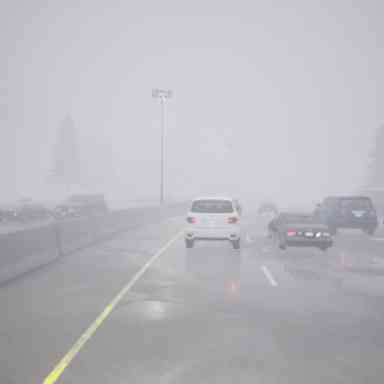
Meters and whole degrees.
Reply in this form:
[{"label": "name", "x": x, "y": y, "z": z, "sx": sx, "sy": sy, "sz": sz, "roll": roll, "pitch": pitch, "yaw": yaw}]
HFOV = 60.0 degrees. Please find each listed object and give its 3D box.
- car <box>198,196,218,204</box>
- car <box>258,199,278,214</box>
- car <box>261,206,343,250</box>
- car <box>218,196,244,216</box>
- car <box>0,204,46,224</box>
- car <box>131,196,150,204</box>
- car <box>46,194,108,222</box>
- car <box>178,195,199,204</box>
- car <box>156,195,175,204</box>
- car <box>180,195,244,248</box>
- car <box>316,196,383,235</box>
[{"label": "car", "x": 3.198, "y": 1.484, "z": 64.799, "sx": 2.033, "sy": 1.411, "sz": 5.357, "roll": 0, "pitch": 0, "yaw": 23}, {"label": "car", "x": 8.059, "y": 1.507, "z": 35.092, "sx": 1.812, "sy": 1.442, "sz": 4.674, "roll": 0, "pitch": 0, "yaw": 13}, {"label": "car", "x": 4.424, "y": 1.542, "z": 14.305, "sx": 2.033, "sy": 1.411, "sz": 5.357, "roll": 0, "pitch": 0, "yaw": 6}, {"label": "car", "x": 3.890, "y": 1.326, "z": 32.512, "sx": 2.097, "sy": 1.767, "sz": 4.553, "roll": 0, "pitch": 0, "yaw": 12}, {"label": "car", "x": -12.103, "y": 1.547, "z": 24.301, "sx": 1.895, "sy": 1.301, "sz": 4.718, "roll": 0, "pitch": 0, "yaw": 9}, {"label": "car", "x": -9.419, "y": 1.439, "z": 61.631, "sx": 1.812, "sy": 1.442, "sz": 4.674, "roll": 0, "pitch": 0, "yaw": 21}, {"label": "car", "x": -8.378, "y": 1.177, "z": 25.485, "sx": 2.150, "sy": 2.045, "sz": 5.566, "roll": 0, "pitch": 0, "yaw": 9}, {"label": "car", "x": -0.627, "y": 1.426, "z": 64.729, "sx": 2.128, "sy": 1.511, "sz": 4.902, "roll": 0, "pitch": 0, "yaw": 23}, {"label": "car", "x": -5.002, "y": 1.399, "z": 63.345, "sx": 1.882, "sy": 1.535, "sz": 5.008, "roll": 0, "pitch": 0, "yaw": 22}, {"label": "car", "x": 1.008, "y": 1.208, "z": 14.891, "sx": 2.150, "sy": 2.045, "sz": 5.566, "roll": 0, "pitch": 0, "yaw": 6}, {"label": "car", "x": 8.519, "y": 1.221, "z": 18.932, "sx": 2.150, "sy": 2.045, "sz": 5.566, "roll": 0, "pitch": 0, "yaw": 8}]
